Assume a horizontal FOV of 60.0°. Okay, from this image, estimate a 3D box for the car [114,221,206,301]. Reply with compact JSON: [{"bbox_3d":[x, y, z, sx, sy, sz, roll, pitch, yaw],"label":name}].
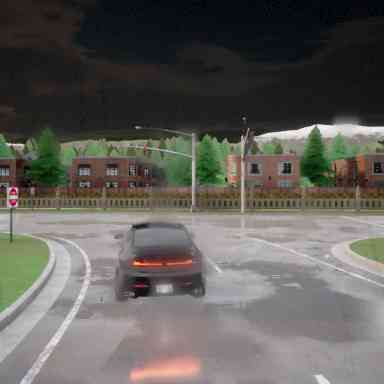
[{"bbox_3d":[-0.888,1.505,8.418,1.837,1.490,4.892,0,0,-9],"label":"car"}]
